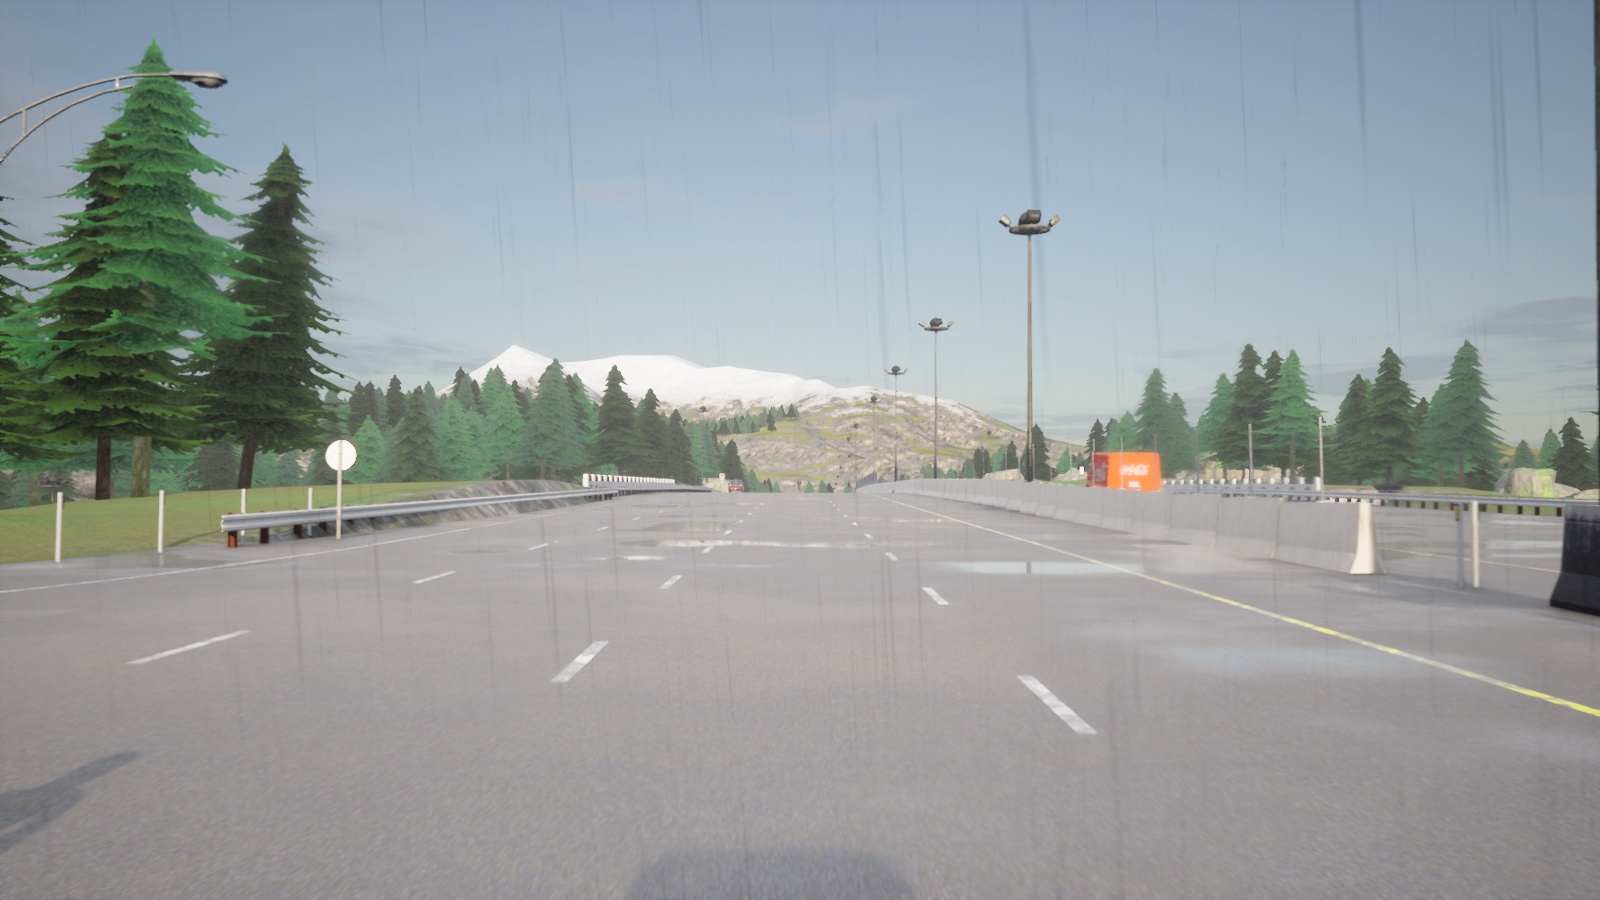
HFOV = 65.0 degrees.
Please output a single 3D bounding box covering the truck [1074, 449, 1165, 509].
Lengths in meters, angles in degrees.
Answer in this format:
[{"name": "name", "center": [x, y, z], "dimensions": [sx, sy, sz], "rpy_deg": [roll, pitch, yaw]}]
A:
[{"name": "truck", "center": [13.890, 1.247, 54.938], "dimensions": [2.627, 2.467, 5.204], "rpy_deg": [0, -1, 0]}]
